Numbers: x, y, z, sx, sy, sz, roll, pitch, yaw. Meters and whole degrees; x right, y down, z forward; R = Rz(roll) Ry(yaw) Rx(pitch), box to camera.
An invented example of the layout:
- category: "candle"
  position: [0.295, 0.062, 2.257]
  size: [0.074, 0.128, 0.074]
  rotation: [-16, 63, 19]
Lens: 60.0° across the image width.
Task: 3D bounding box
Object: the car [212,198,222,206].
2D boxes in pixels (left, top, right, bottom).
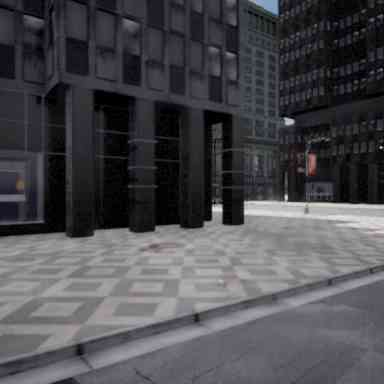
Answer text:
- category: "car"
  position: [3.819, 1.651, 56.049]
  size: [1.895, 1.301, 4.718]
  rotation: [0, 0, -35]
